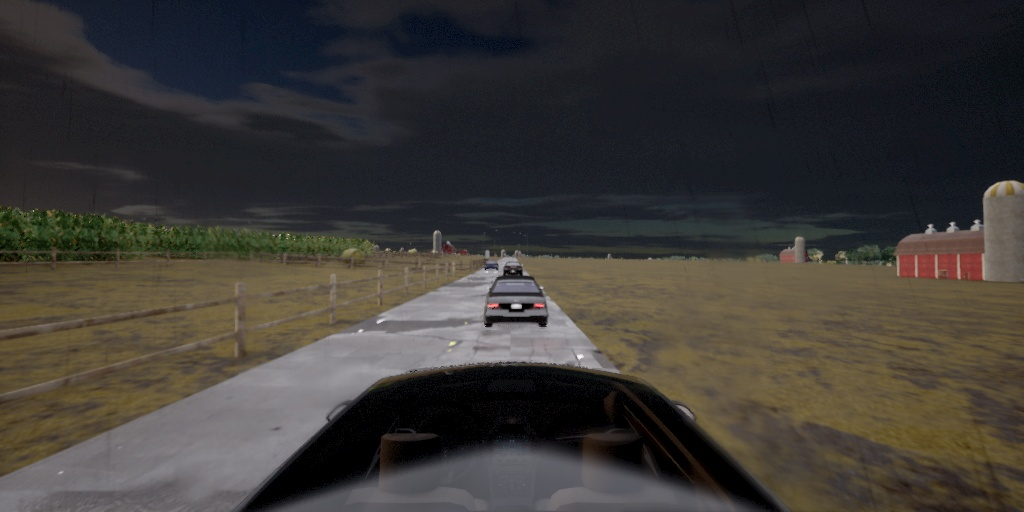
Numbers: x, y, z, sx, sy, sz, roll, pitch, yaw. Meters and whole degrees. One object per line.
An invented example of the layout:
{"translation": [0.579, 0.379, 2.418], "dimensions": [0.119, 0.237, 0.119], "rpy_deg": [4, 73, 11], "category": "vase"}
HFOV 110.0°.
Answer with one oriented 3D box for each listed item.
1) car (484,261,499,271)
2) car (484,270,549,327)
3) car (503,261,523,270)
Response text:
{"translation": [-2.803, 1.336, 49.752], "dimensions": [2.033, 1.411, 5.357], "rpy_deg": [0, 0, 0], "category": "car"}
{"translation": [0.107, 1.341, 11.679], "dimensions": [2.033, 1.411, 5.357], "rpy_deg": [0, 0, 0], "category": "car"}
{"translation": [0.112, 1.297, 36.960], "dimensions": [1.882, 1.535, 5.008], "rpy_deg": [0, 0, 0], "category": "car"}
